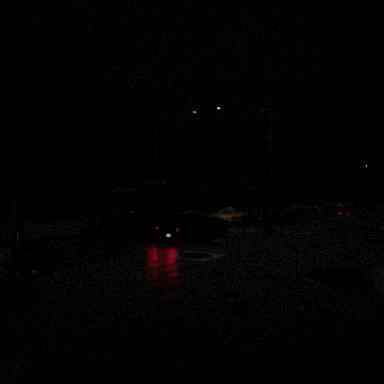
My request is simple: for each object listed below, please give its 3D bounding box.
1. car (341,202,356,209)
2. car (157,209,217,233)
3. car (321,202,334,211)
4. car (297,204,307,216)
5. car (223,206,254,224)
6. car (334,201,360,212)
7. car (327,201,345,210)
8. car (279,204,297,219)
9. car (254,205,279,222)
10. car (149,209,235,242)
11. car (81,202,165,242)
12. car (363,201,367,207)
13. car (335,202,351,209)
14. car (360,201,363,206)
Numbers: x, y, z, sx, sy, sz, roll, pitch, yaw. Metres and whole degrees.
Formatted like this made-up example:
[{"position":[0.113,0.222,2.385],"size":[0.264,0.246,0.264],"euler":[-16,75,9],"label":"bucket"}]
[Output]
[{"position":[31.082,2.574,66.001],"size":[1.802,1.307,4.206],"euler":[-1,-1,35],"label":"car"},{"position":[-0.205,1.817,21.956],"size":[1.802,1.307,4.206],"euler":[-1,-1,35],"label":"car"},{"position":[21.696,2.318,52.788],"size":[2.008,1.369,4.403],"euler":[-1,-1,35],"label":"car"},{"position":[12.310,2.091,39.575],"size":[2.008,1.369,4.403],"euler":[-1,-1,35],"label":"car"},{"position":[2.826,1.834,26.223],"size":[1.752,1.417,4.829],"euler":[-1,-1,35],"label":"car"},{"position":[23.928,2.272,51.188],"size":[2.128,1.511,4.902],"euler":[0,-1,36],"label":"car"},{"position":[24.726,2.365,57.054],"size":[1.752,1.417,4.829],"euler":[-1,-1,35],"label":"car"},{"position":[9.181,2.030,35.170],"size":[1.947,1.339,4.313],"euler":[-1,-1,35],"label":"car"},{"position":[6.053,1.953,30.766],"size":[1.947,1.339,4.313],"euler":[-1,-1,35],"label":"car"},{"position":[0.156,1.803,17.716],"size":[1.895,1.301,4.718],"euler":[0,-1,35],"label":"car"},{"position":[-3.333,1.473,17.556],"size":[2.192,1.841,5.009],"euler":[-1,-1,35],"label":"car"},{"position":[40.467,2.786,79.213],"size":[1.947,1.339,4.313],"euler":[-1,-1,35],"label":"car"},{"position":[27.953,2.483,61.596],"size":[1.947,1.339,4.313],"euler":[-1,-1,35],"label":"car"},{"position":[34.210,2.633,70.405],"size":[1.947,1.339,4.313],"euler":[-1,-1,35],"label":"car"}]
